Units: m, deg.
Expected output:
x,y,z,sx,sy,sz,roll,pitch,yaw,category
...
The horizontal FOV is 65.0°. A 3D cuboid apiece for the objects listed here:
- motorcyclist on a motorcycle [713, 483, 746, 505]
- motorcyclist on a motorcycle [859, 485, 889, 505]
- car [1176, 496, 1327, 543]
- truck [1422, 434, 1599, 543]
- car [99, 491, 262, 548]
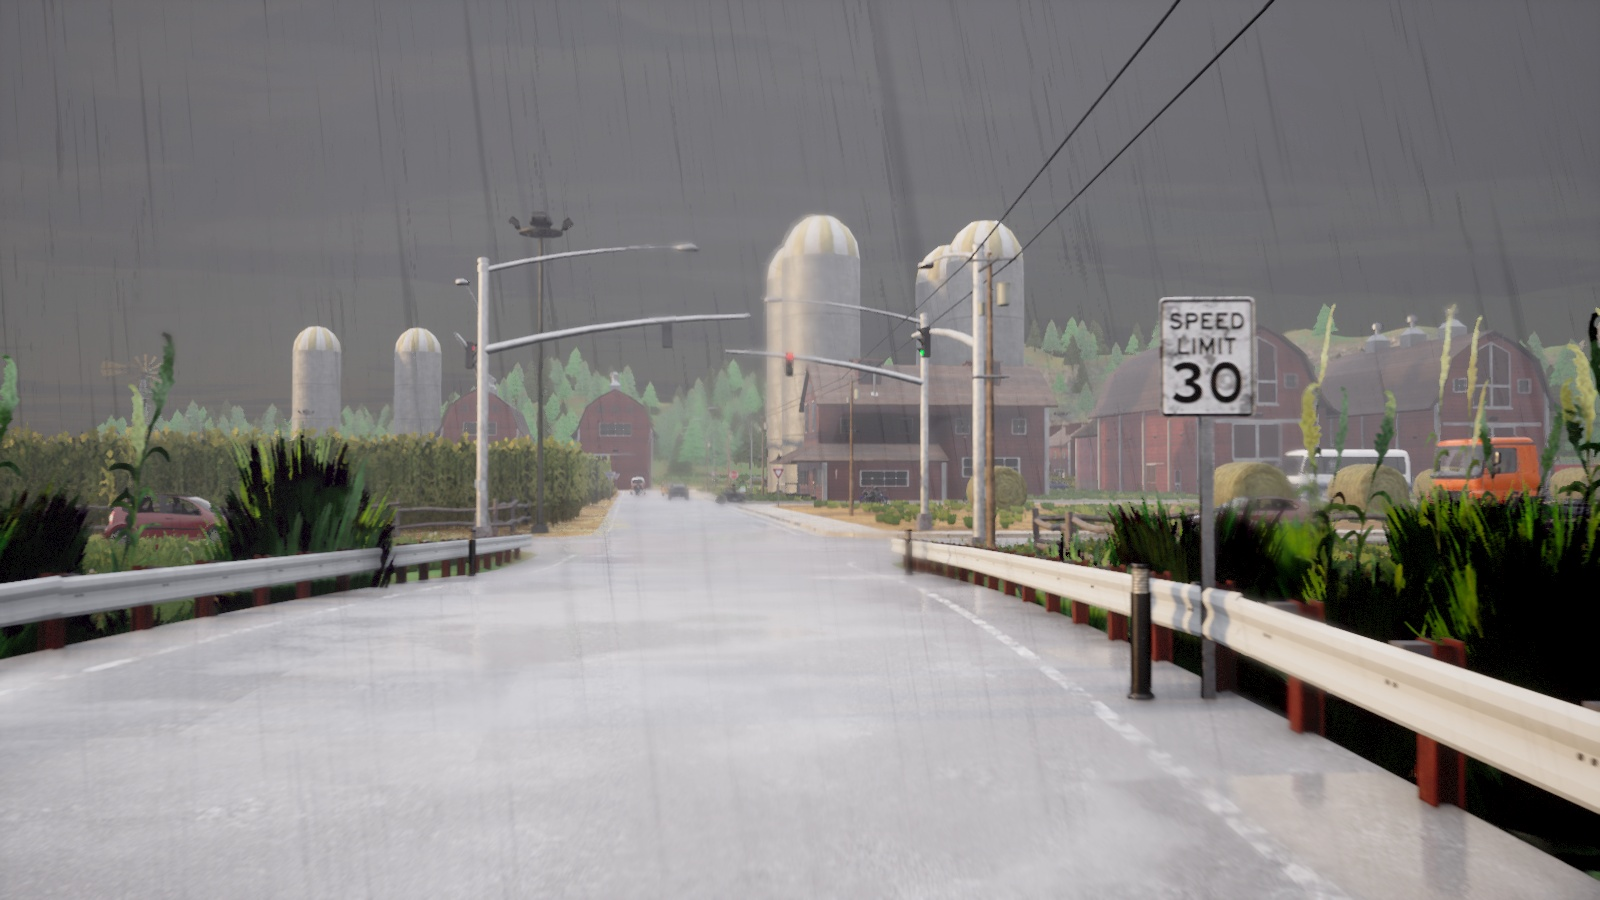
x,y,z,sx,sy,sz,roll,pitch,yaw,category
-5.269,3.291,94.285,2.350,1.649,0.766,0,0,-19,motorcyclist on a motorcycle
5.658,3.419,96.362,2.191,1.530,0.866,0,-1,-9,motorcyclist on a motorcycle
14.561,2.227,40.630,4.193,1.474,1.816,0,-1,-5,car
25.232,1.261,41.544,7.936,3.462,2.891,0,-1,-5,truck
-18.513,2.054,37.689,3.988,1.617,1.851,0,-1,-8,car
